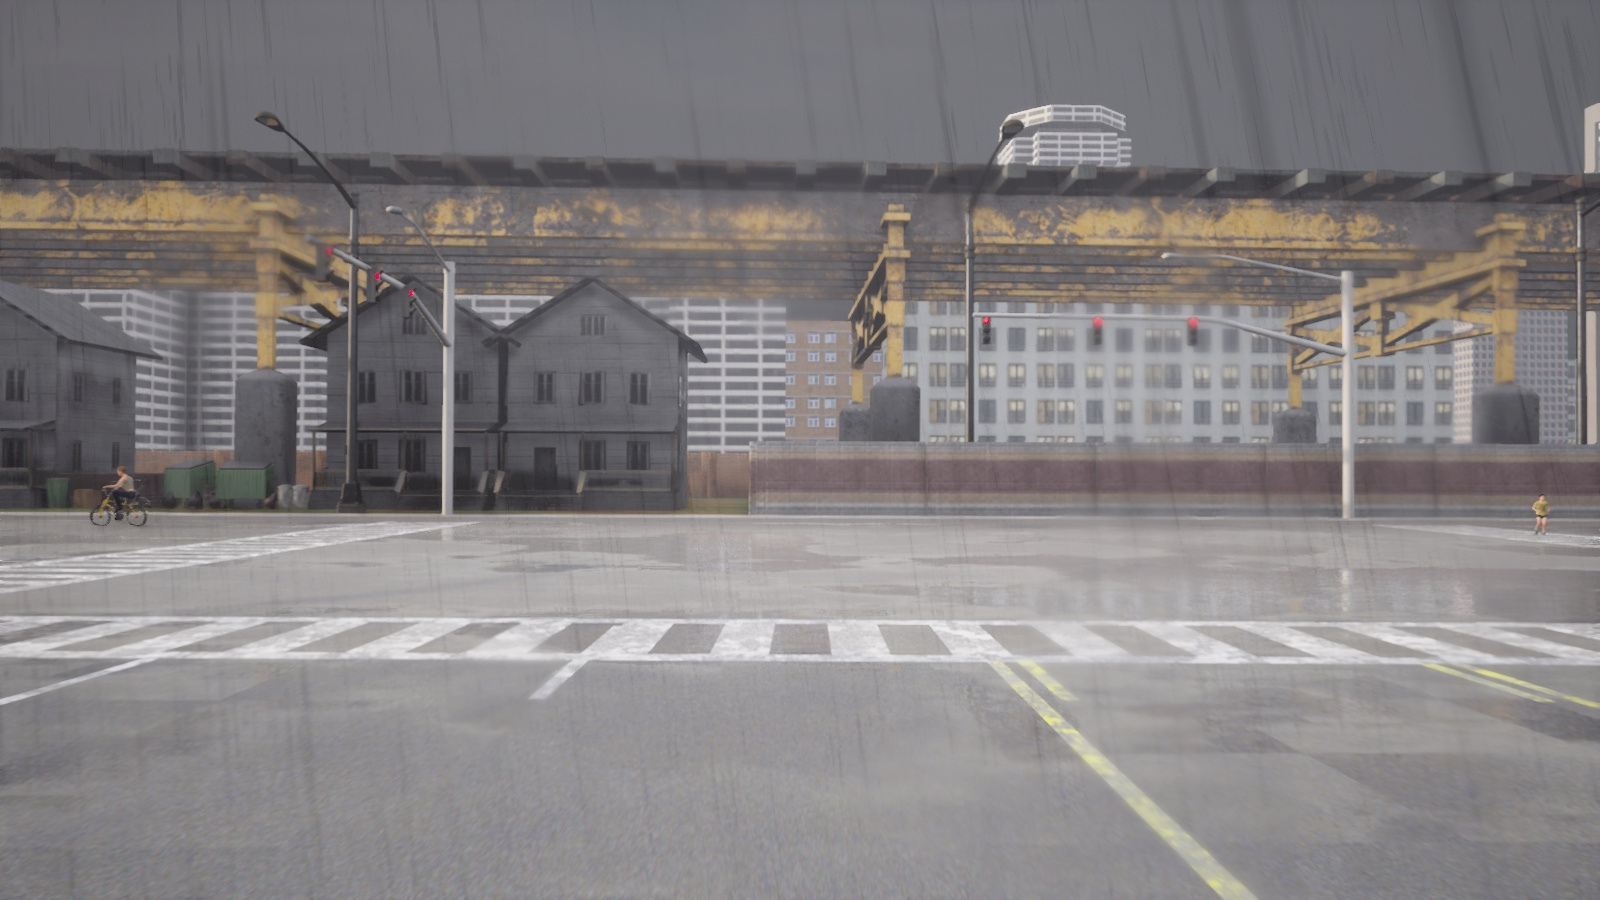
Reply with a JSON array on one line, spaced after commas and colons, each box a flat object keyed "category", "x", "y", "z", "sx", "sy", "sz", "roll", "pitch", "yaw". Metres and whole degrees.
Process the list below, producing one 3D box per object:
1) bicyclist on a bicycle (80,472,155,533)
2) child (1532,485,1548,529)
[{"category": "bicyclist on a bicycle", "x": -18.077, "y": 1.381, "z": 33.268, "sx": 1.509, "sy": 1.612, "sz": 0.866, "roll": 0, "pitch": -1, "yaw": 0}, {"category": "child", "x": 18.797, "y": 1.439, "z": 31.899, "sx": 0.255, "sy": 1.110, "sz": 0.394, "roll": -1, "pitch": -1, "yaw": 19}]
